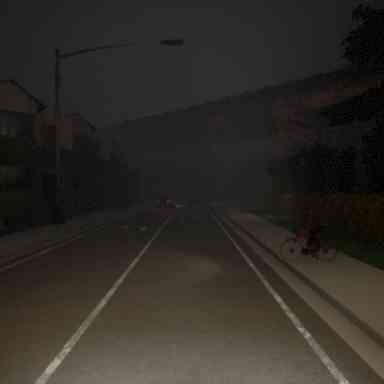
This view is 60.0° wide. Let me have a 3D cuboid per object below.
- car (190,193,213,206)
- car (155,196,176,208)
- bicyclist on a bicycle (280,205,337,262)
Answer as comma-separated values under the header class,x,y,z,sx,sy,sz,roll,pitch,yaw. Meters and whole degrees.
class,x,y,z,sx,sy,sz,roll,pitch,yaw
car,1.361,0.912,46.224,2.097,1.767,4.553,1,1,19
car,-3.115,1.149,39.531,1.812,1.442,4.674,0,1,4
bicyclist on a bicycle,3.345,1.210,9.532,1.656,1.620,0.582,0,1,0
